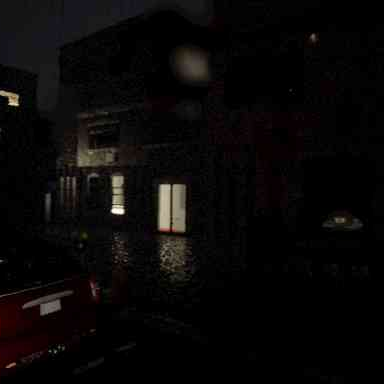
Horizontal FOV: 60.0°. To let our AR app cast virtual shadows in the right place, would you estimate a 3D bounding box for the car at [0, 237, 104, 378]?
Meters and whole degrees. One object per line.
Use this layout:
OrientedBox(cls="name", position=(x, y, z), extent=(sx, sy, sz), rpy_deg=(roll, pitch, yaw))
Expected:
OrientedBox(cls="car", position=(-3.320, 1.444, 5.229), extent=(4.097, 1.590, 1.967), rpy_deg=(0, 1, 36))
